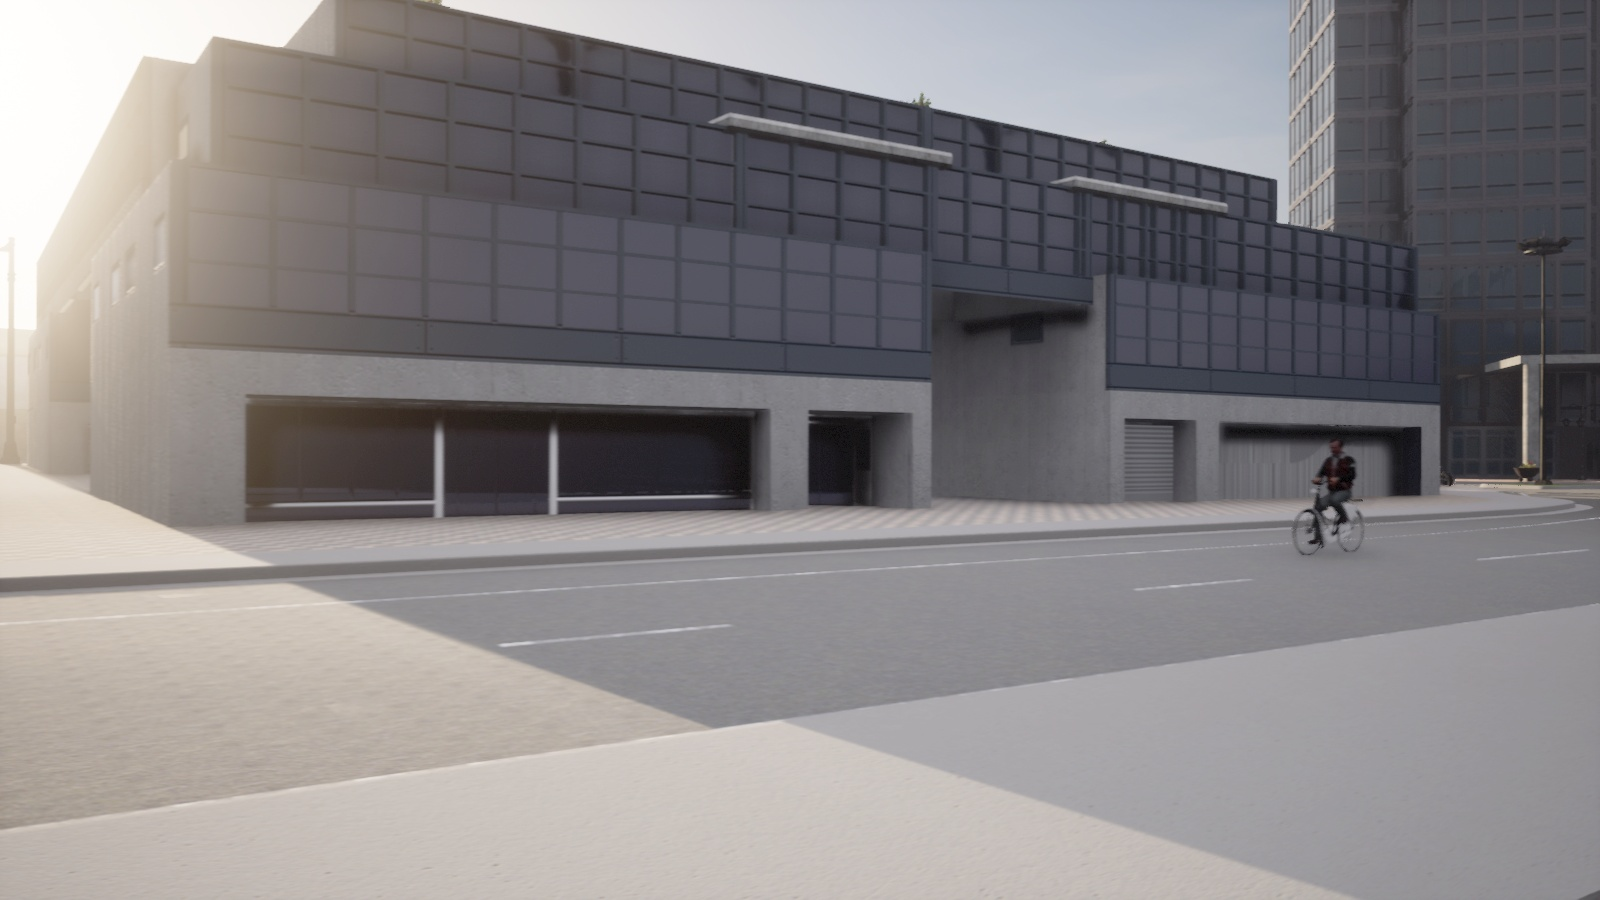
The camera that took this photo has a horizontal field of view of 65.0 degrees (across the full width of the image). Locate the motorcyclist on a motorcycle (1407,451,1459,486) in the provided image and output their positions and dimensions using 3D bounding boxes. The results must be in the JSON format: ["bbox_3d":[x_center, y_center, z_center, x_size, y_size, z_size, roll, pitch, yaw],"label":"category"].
[{"bbox_3d":[30.727,0.884,61.007,0.766,1.649,2.350,0,0,-20],"label":"motorcyclist on a motorcycle"}]

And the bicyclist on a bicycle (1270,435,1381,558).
[{"bbox_3d":[7.932,0.675,18.932,1.843,1.776,0.659,0,0,-35],"label":"bicyclist on a bicycle"}]
